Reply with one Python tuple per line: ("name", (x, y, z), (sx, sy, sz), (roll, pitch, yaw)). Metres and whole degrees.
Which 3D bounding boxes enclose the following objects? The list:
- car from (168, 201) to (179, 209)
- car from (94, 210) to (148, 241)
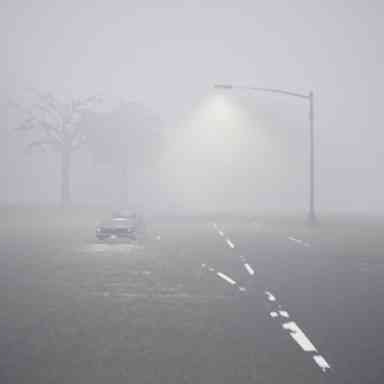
("car", (-3.518, 2.406, 63.889), (1.882, 1.535, 5.008), (0, -1, 0))
("car", (-3.471, 1.669, 17.391), (2.033, 1.411, 5.357), (1, -1, 0))
